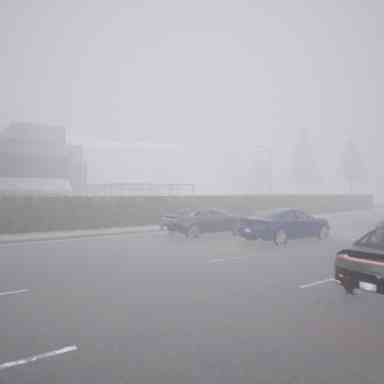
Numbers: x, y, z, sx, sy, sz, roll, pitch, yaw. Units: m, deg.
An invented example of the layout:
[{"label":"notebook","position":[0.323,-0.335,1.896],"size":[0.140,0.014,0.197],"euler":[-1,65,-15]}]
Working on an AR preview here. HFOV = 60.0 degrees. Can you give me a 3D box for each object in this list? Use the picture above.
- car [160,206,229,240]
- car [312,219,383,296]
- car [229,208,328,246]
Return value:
[{"label":"car","position":[0.691,1.491,17.128],"size":[4.902,1.511,2.128],"euler":[0,0,-35]},{"label":"car","position":[5.149,1.491,7.413],"size":[4.902,1.511,2.128],"euler":[0,0,-35]},{"label":"car","position":[4.347,1.477,15.437],"size":[5.008,1.535,1.882],"euler":[0,0,-35]}]
